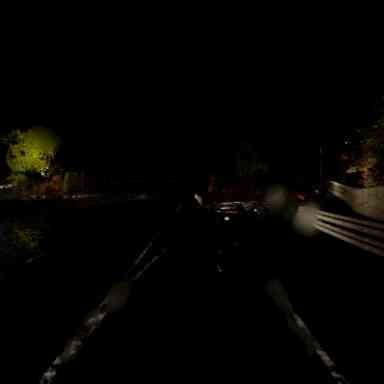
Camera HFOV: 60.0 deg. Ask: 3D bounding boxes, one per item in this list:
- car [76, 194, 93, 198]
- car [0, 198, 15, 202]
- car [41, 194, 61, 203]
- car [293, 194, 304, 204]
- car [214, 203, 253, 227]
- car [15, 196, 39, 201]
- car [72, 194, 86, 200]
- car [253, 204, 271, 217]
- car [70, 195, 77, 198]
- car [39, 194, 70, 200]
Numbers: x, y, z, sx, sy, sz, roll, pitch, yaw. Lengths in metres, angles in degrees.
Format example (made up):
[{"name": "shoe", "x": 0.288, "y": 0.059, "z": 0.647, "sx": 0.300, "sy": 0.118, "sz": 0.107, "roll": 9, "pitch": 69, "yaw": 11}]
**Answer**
[{"name": "car", "x": -21.078, "y": 1.461, "z": 67.415, "sx": 2.033, "sy": 1.411, "sz": 5.357, "roll": 0, "pitch": 0, "yaw": 0}, {"name": "car", "x": -28.106, "y": 1.527, "z": 50.088, "sx": 1.895, "sy": 1.301, "sz": 4.718, "roll": 0, "pitch": 0, "yaw": 1}, {"name": "car", "x": -28.077, "y": 1.273, "z": 66.383, "sx": 2.097, "sy": 1.767, "sz": 4.553, "roll": 0, "pitch": 0, "yaw": 0}, {"name": "car", "x": 22.880, "y": 1.774, "z": 71.837, "sx": 1.994, "sy": 1.385, "sz": 4.181, "roll": 0, "pitch": 3, "yaw": 20}, {"name": "car", "x": 2.831, "y": 1.537, "z": 23.520, "sx": 2.128, "sy": 1.511, "sz": 4.902, "roll": 2, "pitch": -1, "yaw": 14}, {"name": "car", "x": -24.603, "y": 1.404, "z": 51.165, "sx": 1.882, "sy": 1.535, "sz": 5.008, "roll": 0, "pitch": 0, "yaw": 0}, {"name": "car", "x": -28.095, "y": 1.245, "z": 82.810, "sx": 1.812, "sy": 1.442, "sz": 4.674, "roll": 0, "pitch": 0, "yaw": 0}, {"name": "car", "x": 7.581, "y": 1.985, "z": 37.327, "sx": 1.994, "sy": 1.385, "sz": 4.181, "roll": 0, "pitch": -1, "yaw": 24}, {"name": "car", "x": -24.578, "y": 1.459, "z": 67.280, "sx": 2.033, "sy": 1.411, "sz": 5.357, "roll": 0, "pitch": 0, "yaw": 0}, {"name": "car", "x": -21.104, "y": 1.406, "z": 51.304, "sx": 1.882, "sy": 1.535, "sz": 5.008, "roll": 0, "pitch": 0, "yaw": 0}]
